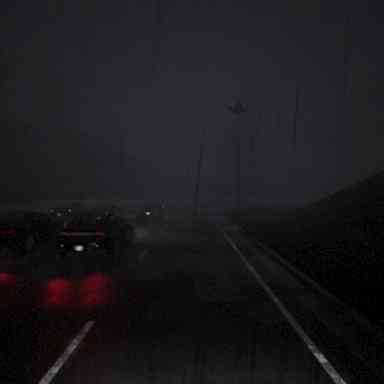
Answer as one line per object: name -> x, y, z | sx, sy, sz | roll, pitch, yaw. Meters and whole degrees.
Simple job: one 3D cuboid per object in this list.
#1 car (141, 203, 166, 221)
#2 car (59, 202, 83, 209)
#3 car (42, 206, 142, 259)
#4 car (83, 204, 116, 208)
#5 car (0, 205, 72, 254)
car -> -3.340, 1.624, 27.802 | 1.994, 1.385, 4.181 | 0, 0, 2
car -> -10.320, 1.586, 28.311 | 1.812, 1.442, 4.674 | 0, 0, 2
car -> -3.448, 1.519, 12.642 | 2.128, 1.511, 4.902 | 0, 0, 1
car -> -6.867, 1.658, 27.030 | 1.895, 1.301, 4.718 | 0, 0, 2
car -> -6.938, 1.507, 13.743 | 1.882, 1.535, 5.008 | 0, 0, 1
